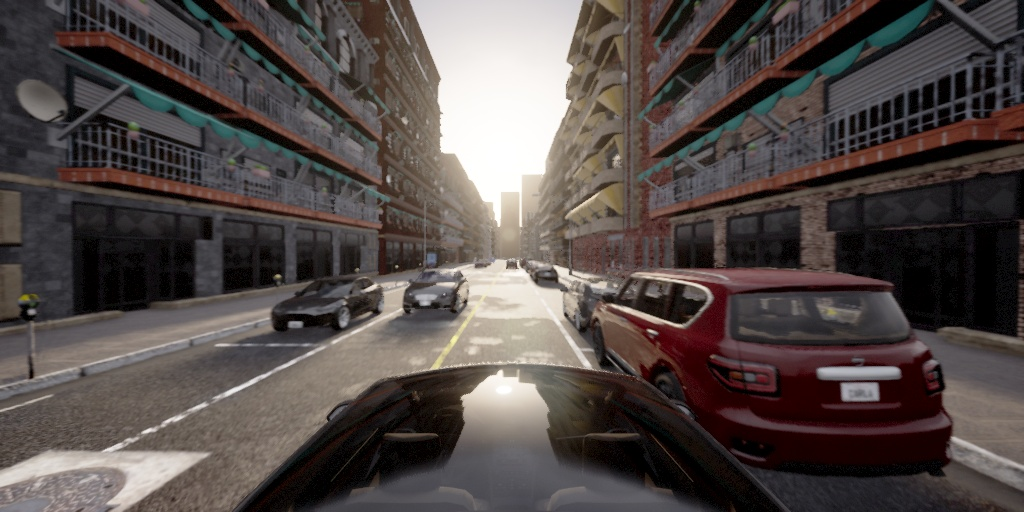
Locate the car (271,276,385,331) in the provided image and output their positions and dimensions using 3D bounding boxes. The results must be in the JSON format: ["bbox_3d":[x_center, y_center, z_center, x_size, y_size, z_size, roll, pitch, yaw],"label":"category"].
[{"bbox_3d":[-5.319,1.316,10.997,1.948,1.339,4.313,0,0,0],"label":"car"}]

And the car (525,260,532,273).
[{"bbox_3d":[2.522,1.300,33.304,1.888,1.381,4.507,0,0,0],"label":"car"}]

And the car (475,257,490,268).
[{"bbox_3d":[-5.334,1.208,61.858,1.967,1.591,4.097,0,0,0],"label":"car"}]

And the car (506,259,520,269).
[{"bbox_3d":[-0.016,1.270,57.799,1.837,1.490,4.892,0,0,0],"label":"car"}]

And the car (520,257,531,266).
[{"bbox_3d":[2.536,1.082,61.626,2.192,1.841,5.009,0,0,0],"label":"car"}]

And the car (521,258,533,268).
[{"bbox_3d":[2.519,1.310,44.633,2.007,1.370,4.403,0,0,0],"label":"car"}]

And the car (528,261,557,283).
[{"bbox_3d":[2.524,1.319,27.640,1.948,1.339,4.313,0,0,0],"label":"car"}]

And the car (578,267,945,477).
[{"bbox_3d":[2.531,1.064,4.983,2.192,1.841,5.009,0,0,0],"label":"car"}]

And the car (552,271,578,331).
[{"bbox_3d":[2.529,1.300,10.647,2.007,1.370,4.403,0,0,0],"label":"car"}]

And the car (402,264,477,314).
[{"bbox_3d":[-2.754,1.243,13.854,2.128,1.511,4.902,0,0,0],"label":"car"}]
